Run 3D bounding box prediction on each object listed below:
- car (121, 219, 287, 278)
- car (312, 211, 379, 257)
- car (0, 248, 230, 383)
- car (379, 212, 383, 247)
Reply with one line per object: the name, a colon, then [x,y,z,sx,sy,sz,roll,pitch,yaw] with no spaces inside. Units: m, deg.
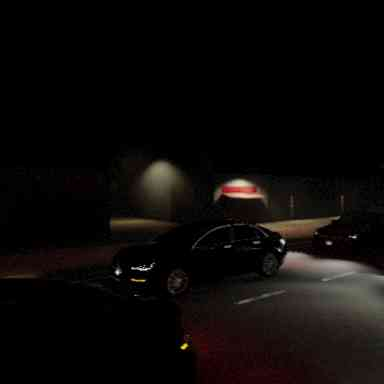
car: [0.379,1.492,8.558,4.892,1.490,1.837,0,0,-35]
car: [6.653,1.488,12.917,4.674,1.442,1.812,0,0,-36]
car: [-2.092,1.527,2.497,4.674,1.442,1.812,0,0,-36]
car: [7.524,1.318,9.346,4.553,1.767,2.097,0,0,-35]
